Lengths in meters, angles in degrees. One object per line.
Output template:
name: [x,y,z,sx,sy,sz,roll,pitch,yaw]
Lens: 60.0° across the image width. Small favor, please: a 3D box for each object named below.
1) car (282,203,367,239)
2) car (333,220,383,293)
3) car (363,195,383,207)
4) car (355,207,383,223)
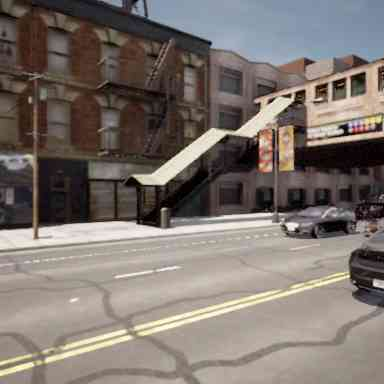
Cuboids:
car: [6.793,1.520,17.560,4.902,1.511,2.128,0,0,-36]
car: [5.587,1.513,7.798,4.892,1.490,1.837,0,0,-36]
car: [15.853,1.263,27.768,5.566,2.045,2.435,0,0,-36]
car: [10.227,1.565,15.727,5.357,1.411,2.033,0,0,-36]
